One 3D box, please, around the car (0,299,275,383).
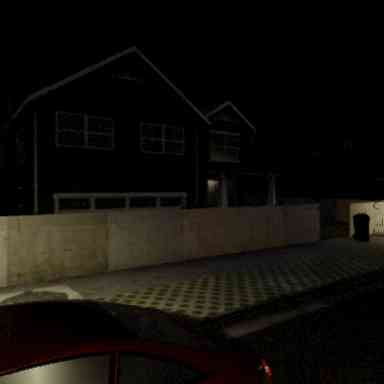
[{"bbox_3d":[-1.336,1.564,2.118,4.181,1.385,1.994,0,0,-35],"label":"car"}]
